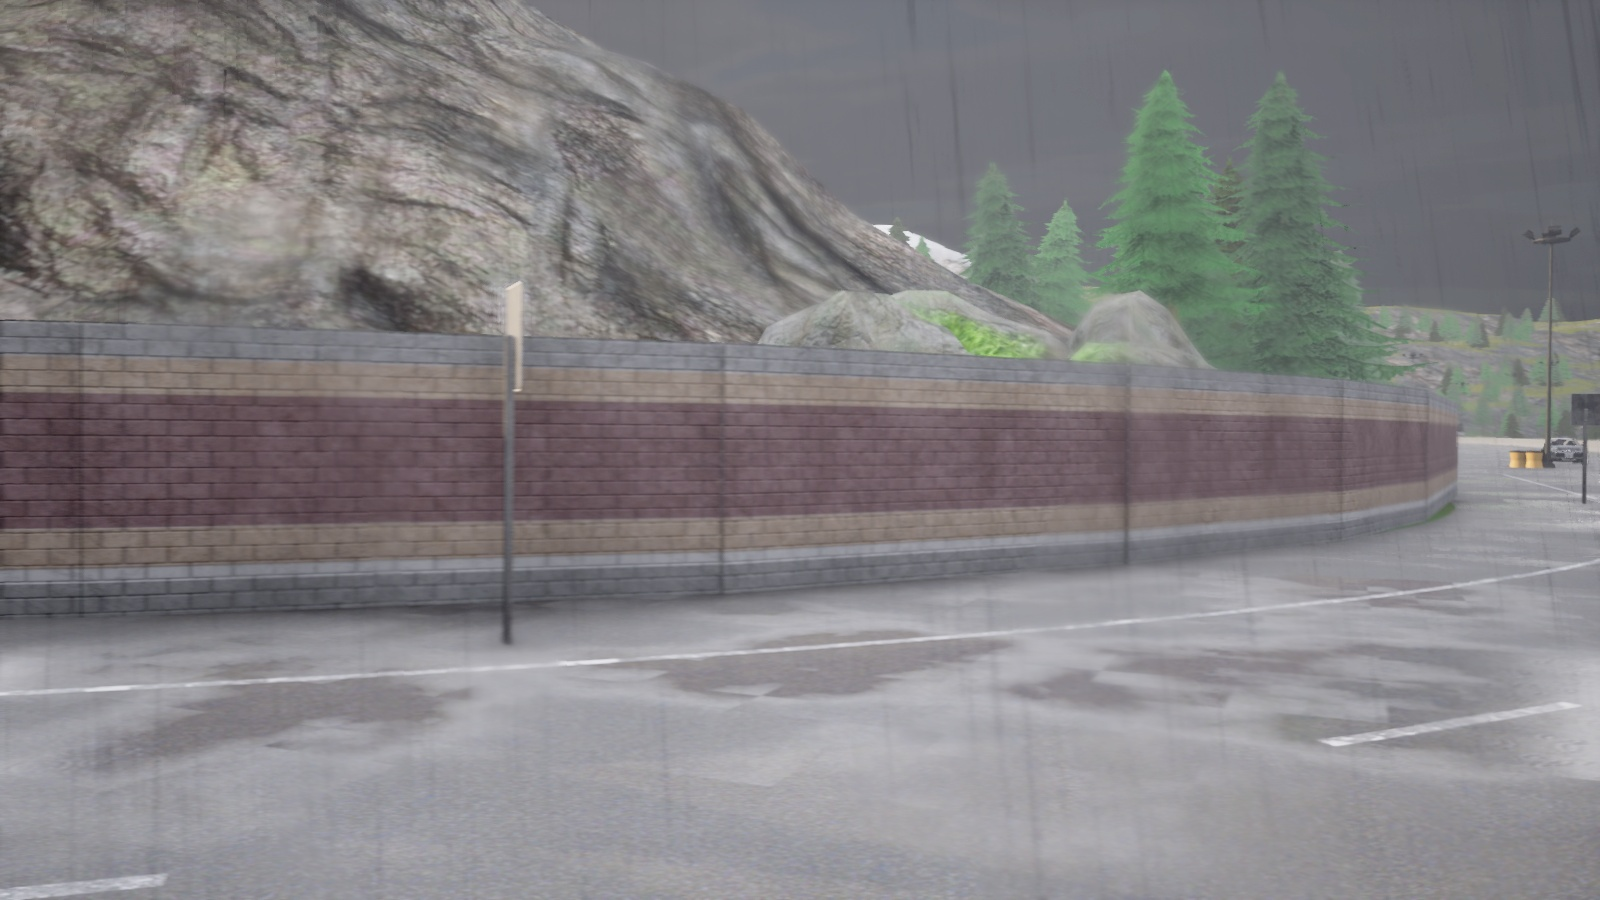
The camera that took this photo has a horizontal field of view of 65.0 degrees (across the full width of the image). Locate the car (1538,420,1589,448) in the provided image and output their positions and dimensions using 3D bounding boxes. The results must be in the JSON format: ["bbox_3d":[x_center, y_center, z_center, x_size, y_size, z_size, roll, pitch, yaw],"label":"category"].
[{"bbox_3d":[42.875,-0.913,70.580,1.970,1.475,3.806,0,1,24],"label":"car"}]
